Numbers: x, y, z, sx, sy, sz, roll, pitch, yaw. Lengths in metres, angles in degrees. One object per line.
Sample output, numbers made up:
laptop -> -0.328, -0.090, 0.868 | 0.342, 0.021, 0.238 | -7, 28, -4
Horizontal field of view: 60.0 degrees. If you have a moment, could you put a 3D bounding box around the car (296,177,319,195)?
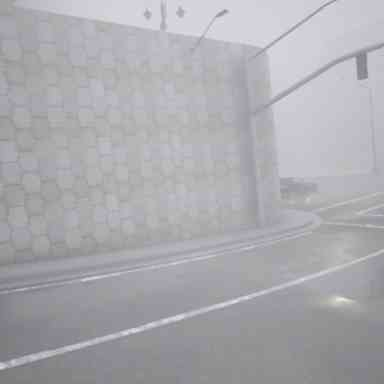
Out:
car -> 9.081, -0.613, 29.982 | 1.812, 1.442, 4.674 | -9, 5, -35

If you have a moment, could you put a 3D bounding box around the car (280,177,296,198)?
car -> 6.012, -0.319, 28.277 | 2.097, 1.767, 4.553 | -9, 5, -35
